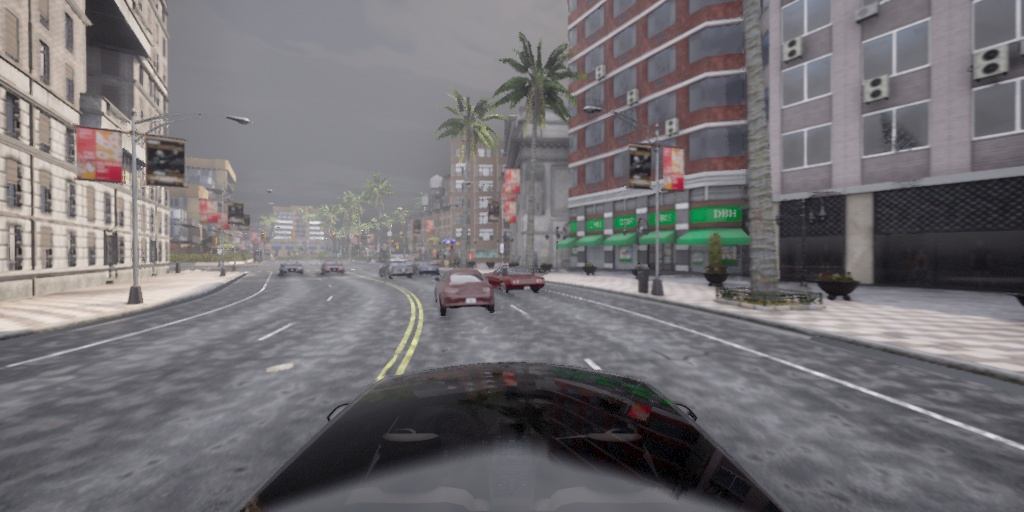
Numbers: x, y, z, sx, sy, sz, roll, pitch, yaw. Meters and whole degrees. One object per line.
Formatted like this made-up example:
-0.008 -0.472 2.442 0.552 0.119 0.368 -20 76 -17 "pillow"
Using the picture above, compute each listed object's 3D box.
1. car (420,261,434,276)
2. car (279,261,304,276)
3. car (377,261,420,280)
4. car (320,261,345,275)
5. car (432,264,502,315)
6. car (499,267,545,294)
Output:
-8.503 1.123 34.329 1.994 1.385 4.181 -1 0 -32 "car"
-22.095 1.183 35.959 1.994 1.385 4.181 -1 0 -32 "car"
-9.741 1.145 29.843 2.033 1.411 5.357 -1 0 -32 "car"
-18.297 1.159 36.492 1.994 1.385 4.181 -1 0 -32 "car"
-1.852 1.201 13.314 1.812 1.442 4.674 0 1 -15 "car"
-0.076 1.225 19.166 1.895 1.301 4.718 0 0 -21 "car"
